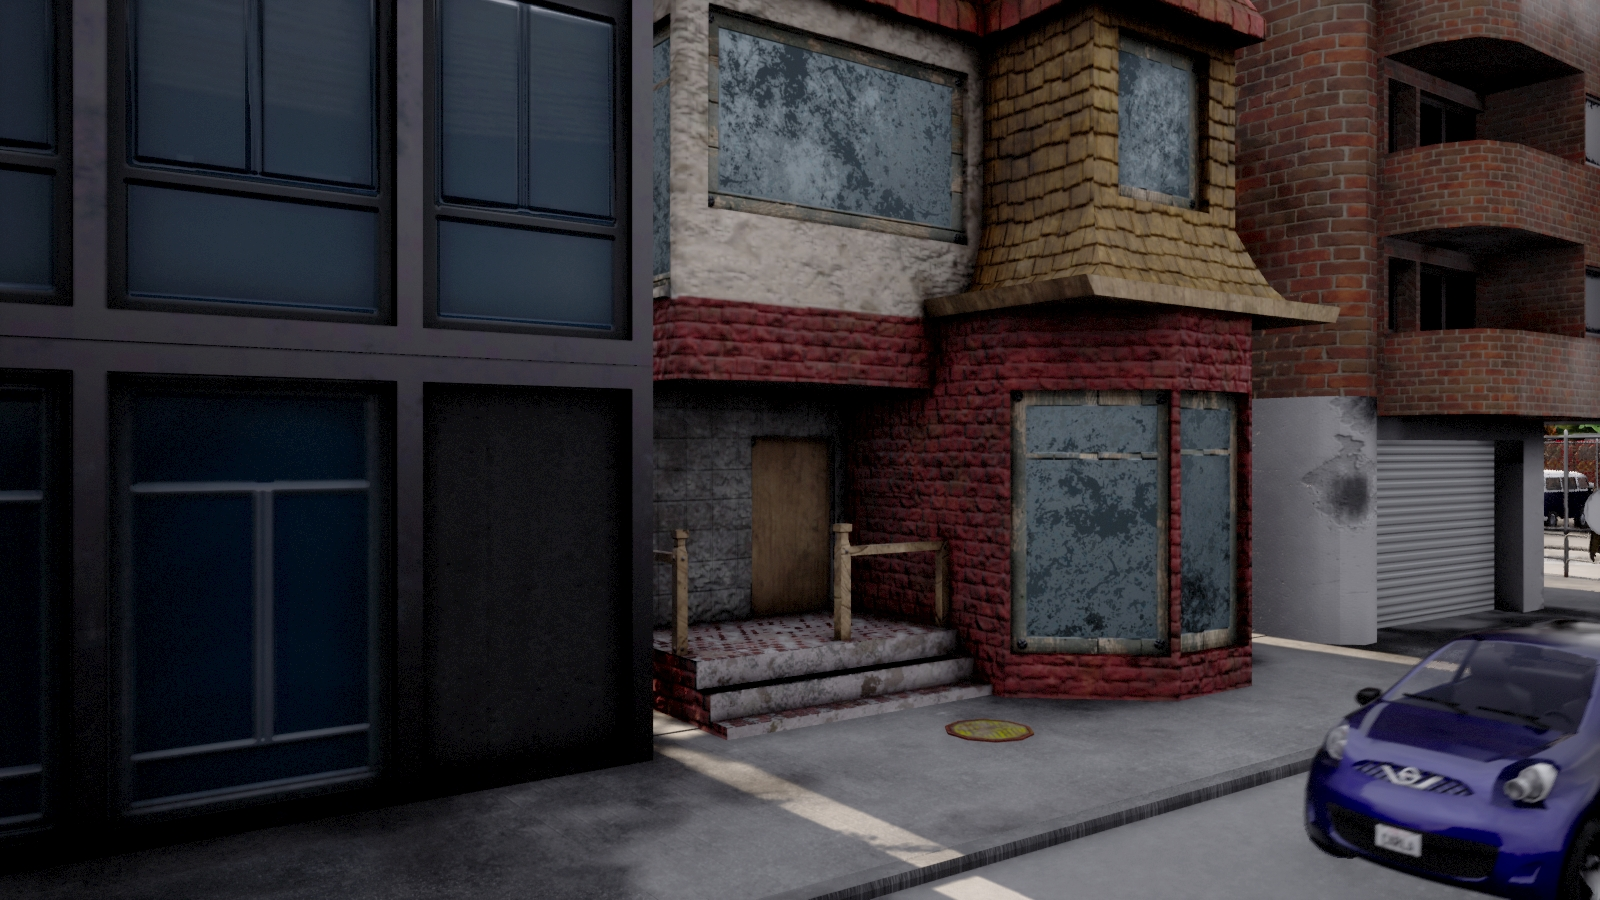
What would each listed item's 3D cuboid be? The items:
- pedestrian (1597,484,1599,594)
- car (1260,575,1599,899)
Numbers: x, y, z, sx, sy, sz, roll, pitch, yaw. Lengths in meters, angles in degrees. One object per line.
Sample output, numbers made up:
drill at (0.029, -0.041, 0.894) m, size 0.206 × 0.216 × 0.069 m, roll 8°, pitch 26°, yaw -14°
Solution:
pedestrian at (13.753, 1.507, 19.371) m, size 0.375 × 1.860 × 0.375 m, roll 0°, pitch 0°, yaw 31°
car at (5.098, 1.815, 7.946) m, size 3.633 × 1.501 × 1.845 m, roll 0°, pitch 0°, yaw -35°
